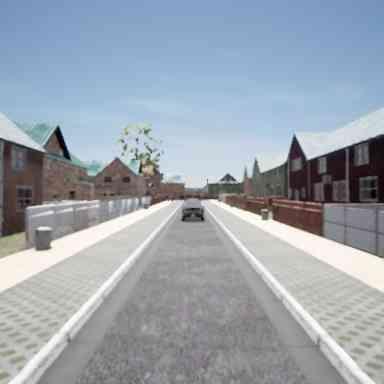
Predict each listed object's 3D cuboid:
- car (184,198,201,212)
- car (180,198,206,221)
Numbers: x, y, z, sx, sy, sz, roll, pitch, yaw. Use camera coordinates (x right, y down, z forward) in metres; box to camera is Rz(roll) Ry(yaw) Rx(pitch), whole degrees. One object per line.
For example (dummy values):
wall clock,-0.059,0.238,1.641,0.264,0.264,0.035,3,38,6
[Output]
car,0.081,1.506,40.786,1.882,1.535,5.008,0,0,0
car,0.087,1.527,27.821,1.837,1.490,4.892,0,0,0
